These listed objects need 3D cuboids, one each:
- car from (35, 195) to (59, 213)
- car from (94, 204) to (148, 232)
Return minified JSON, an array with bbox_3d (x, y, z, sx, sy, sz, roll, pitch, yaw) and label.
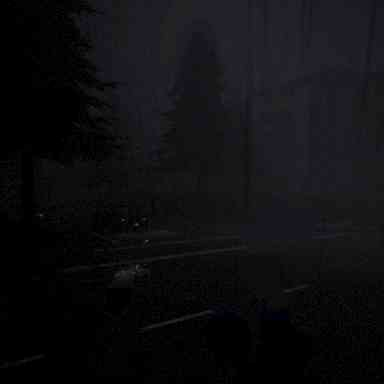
[{"bbox_3d":[-15.898,1.445,36.385,1.882,1.535,5.008,0,0,-33],"label":"car"},{"bbox_3d":[-4.406,1.493,20.047,1.812,1.442,4.674,0,0,-37],"label":"car"}]
